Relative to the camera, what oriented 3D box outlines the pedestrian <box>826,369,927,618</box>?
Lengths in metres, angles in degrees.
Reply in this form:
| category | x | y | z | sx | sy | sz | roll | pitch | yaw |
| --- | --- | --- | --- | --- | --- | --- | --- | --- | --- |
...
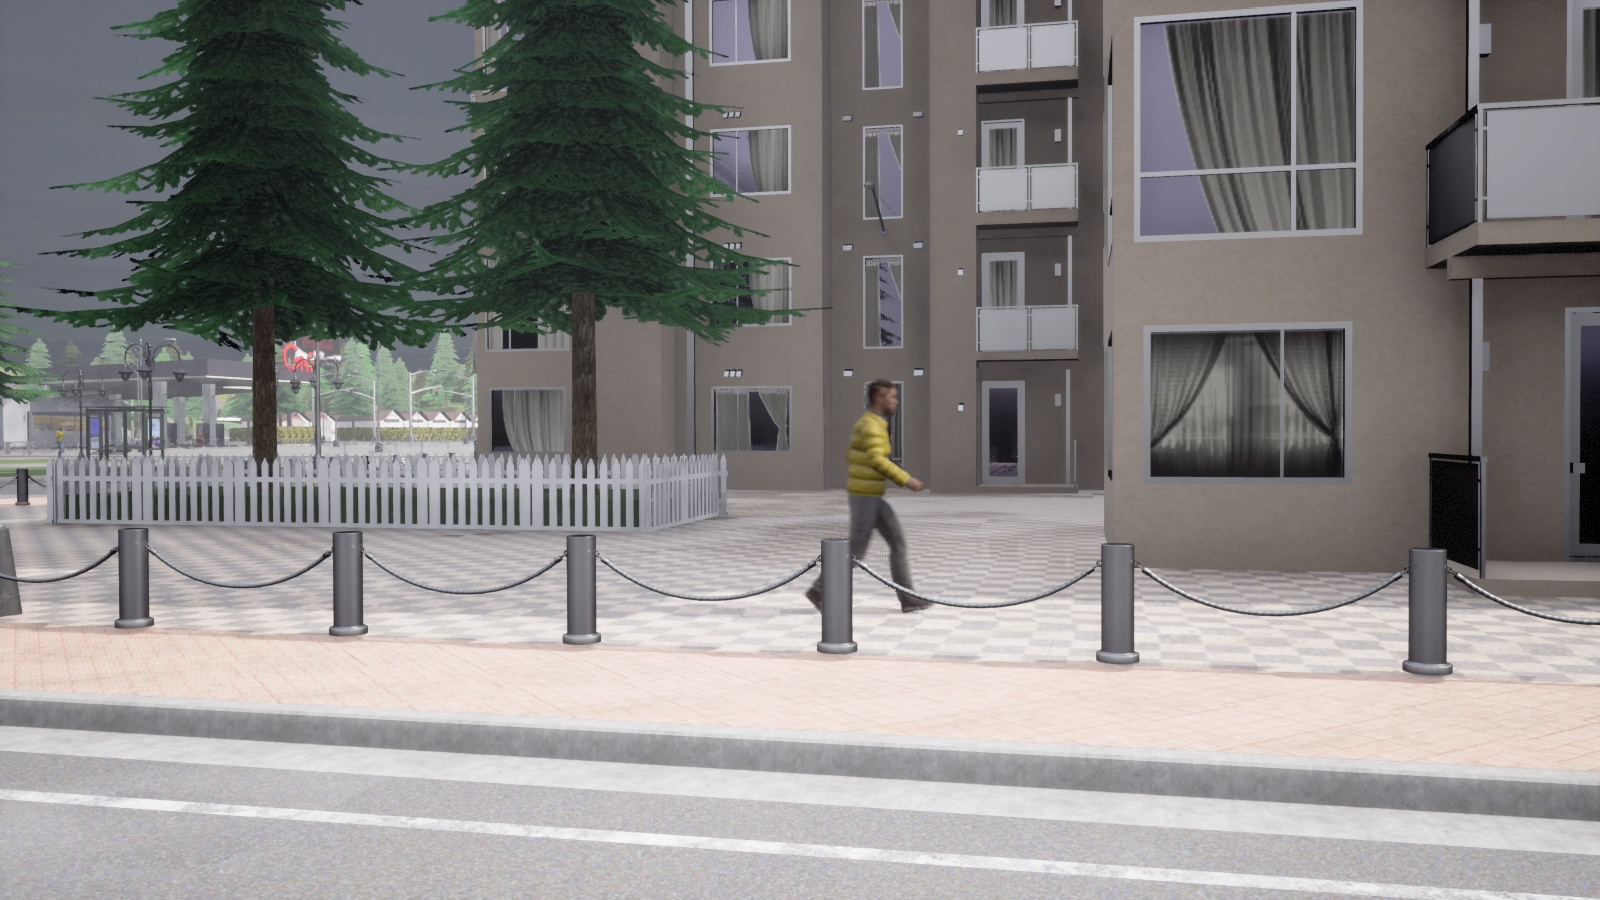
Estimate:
| category | x | y | z | sx | sy | sz | roll | pitch | yaw |
| --- | --- | --- | --- | --- | --- | --- | --- | --- | --- |
| pedestrian | 0.585 | 0.318 | 9.538 | 0.709 | 1.840 | 0.431 | 0 | 1 | 10 |

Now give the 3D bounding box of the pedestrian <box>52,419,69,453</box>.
| category | x | y | z | sx | sy | sz | roll | pitch | yaw |
| --- | --- | --- | --- | --- | --- | --- | --- | --- | --- |
| pedestrian | -39.666 | -0.746 | 67.379 | 0.706 | 1.836 | 0.354 | 0 | 1 | 10 |
